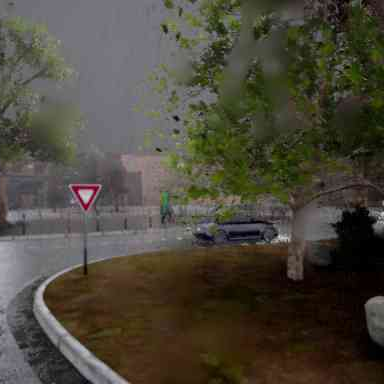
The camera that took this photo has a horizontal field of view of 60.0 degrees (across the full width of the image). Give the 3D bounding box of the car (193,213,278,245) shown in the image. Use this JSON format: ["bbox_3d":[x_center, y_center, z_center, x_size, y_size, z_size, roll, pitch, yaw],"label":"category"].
[{"bbox_3d":[2.145,1.718,16.399,4.181,1.385,1.994,0,-1,-24],"label":"car"}]
